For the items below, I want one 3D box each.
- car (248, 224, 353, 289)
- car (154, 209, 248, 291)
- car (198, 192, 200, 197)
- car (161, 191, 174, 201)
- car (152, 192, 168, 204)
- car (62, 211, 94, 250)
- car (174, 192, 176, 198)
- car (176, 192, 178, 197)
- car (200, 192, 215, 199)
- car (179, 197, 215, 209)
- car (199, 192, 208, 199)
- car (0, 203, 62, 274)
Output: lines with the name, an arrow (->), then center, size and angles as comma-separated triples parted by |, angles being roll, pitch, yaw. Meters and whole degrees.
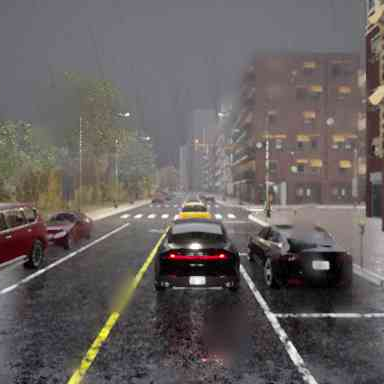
car -> 2.590, 1.485, 8.752 | 1.947, 1.339, 4.313 | 1, 1, 0
car -> 0.117, 1.423, 8.768 | 1.837, 1.490, 4.892 | 0, 0, 0
car -> 2.715, 0.969, 69.616 | 1.802, 1.307, 4.206 | 1, 0, 0
car -> -5.176, 0.756, 63.129 | 2.192, 1.841, 5.009 | 1, 0, 0
car -> -5.201, 1.082, 51.779 | 1.887, 1.381, 4.507 | 1, 0, 0
car -> -5.280, 1.456, 13.666 | 1.802, 1.307, 4.206 | 1, 1, 0
car -> -5.164, 0.708, 68.805 | 2.192, 1.841, 5.009 | 1, 0, 0
car -> -5.131, 0.805, 85.834 | 2.008, 1.369, 4.403 | 1, 0, 0
car -> 2.681, 1.081, 52.567 | 2.008, 1.369, 4.403 | 1, 0, 0
car -> 0.138, 1.279, 19.301 | 1.801, 1.575, 5.366 | 0, 1, 0
car -> 2.740, 0.734, 80.981 | 1.967, 1.590, 4.097 | 1, 0, 0
car -> -5.289, 1.240, 8.009 | 2.192, 1.841, 5.009 | 1, 1, 0
